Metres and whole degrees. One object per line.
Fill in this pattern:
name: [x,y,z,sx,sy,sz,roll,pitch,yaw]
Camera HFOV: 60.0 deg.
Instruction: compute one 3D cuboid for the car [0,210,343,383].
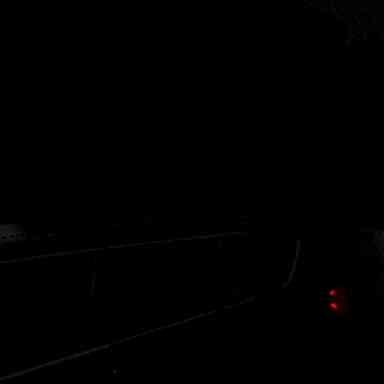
car: [-1.099,1.221,2.578,5.566,2.045,2.150,0,0,-36]
